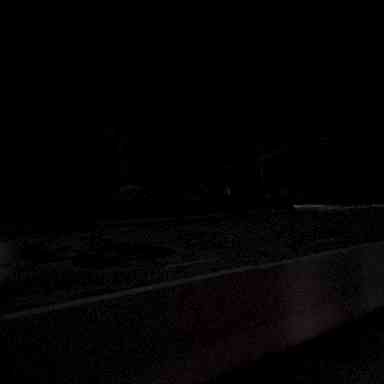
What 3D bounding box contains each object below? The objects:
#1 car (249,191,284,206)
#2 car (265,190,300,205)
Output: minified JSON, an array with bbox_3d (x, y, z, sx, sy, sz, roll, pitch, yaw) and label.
[{"bbox_3d":[9.240,1.012,43.998,1.882,1.535,5.008,-1,1,-35],"label":"car"},{"bbox_3d":[12.091,0.704,45.936,2.150,2.045,5.566,-1,1,-39],"label":"car"}]
